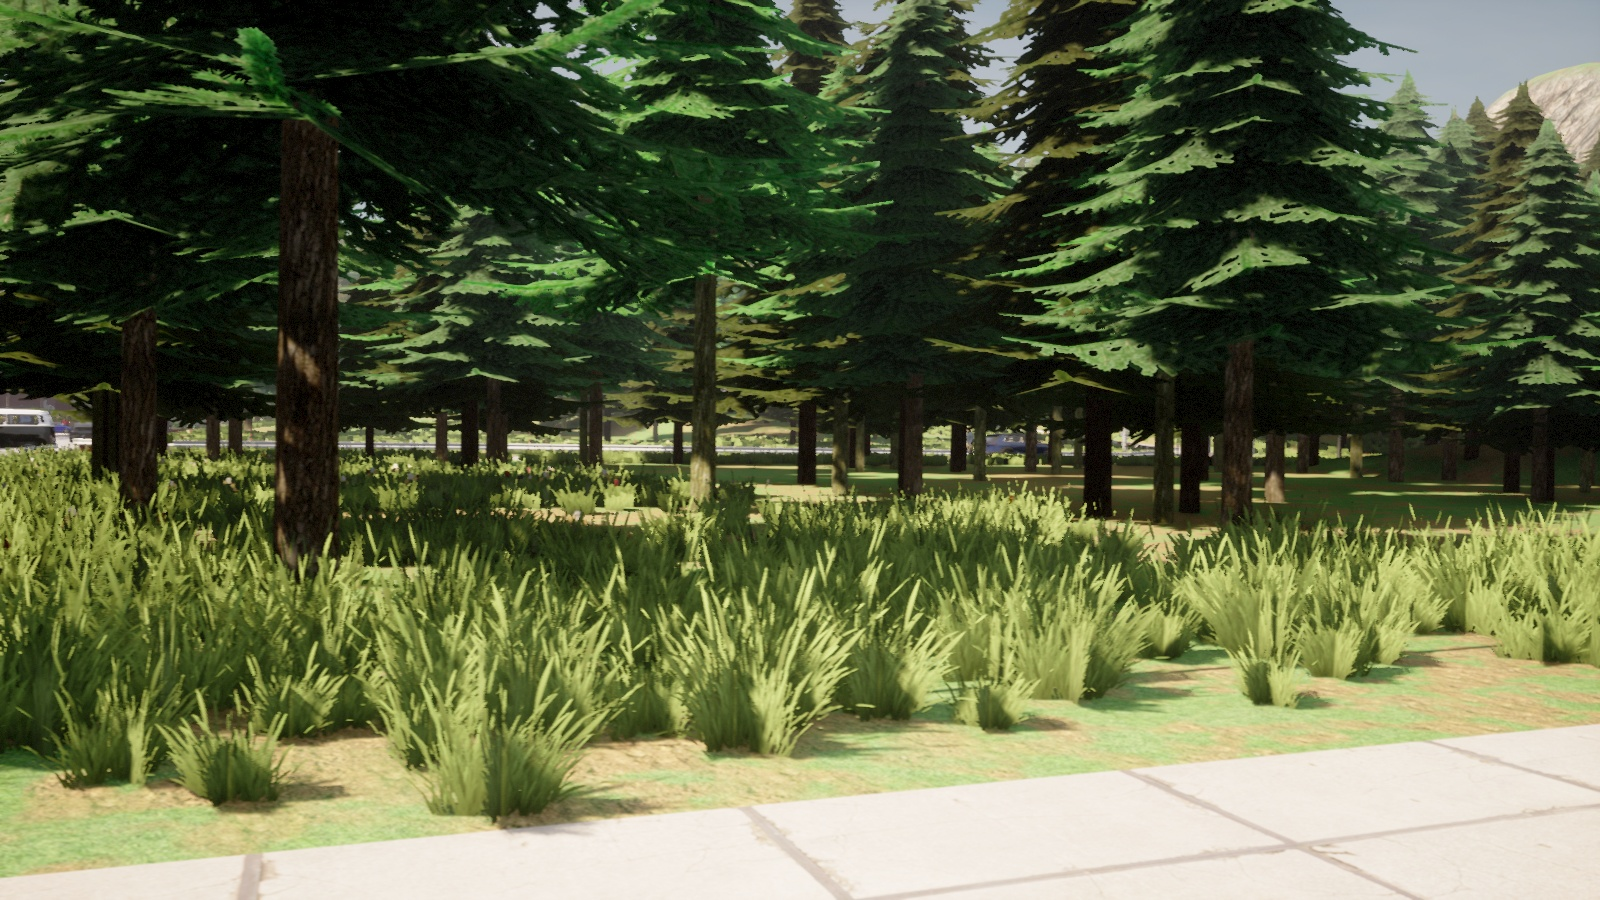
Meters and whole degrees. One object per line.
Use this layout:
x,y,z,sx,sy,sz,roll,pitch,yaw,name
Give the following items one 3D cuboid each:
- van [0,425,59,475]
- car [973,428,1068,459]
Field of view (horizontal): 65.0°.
-33.930,-0.004,52.839,4.480,2.038,2.069,-1,1,-25,van
12.222,-0.361,69.529,4.856,1.649,2.033,-1,1,-22,car
